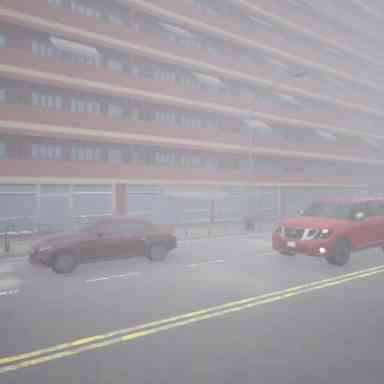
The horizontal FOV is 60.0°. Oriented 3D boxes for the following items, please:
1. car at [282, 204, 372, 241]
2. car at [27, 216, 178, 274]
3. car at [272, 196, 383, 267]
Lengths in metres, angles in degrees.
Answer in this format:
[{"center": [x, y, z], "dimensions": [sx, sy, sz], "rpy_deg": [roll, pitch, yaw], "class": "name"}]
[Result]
[{"center": [7.098, 1.478, 17.253], "dimensions": [5.008, 1.535, 1.882], "rpy_deg": [0, 0, -34], "class": "car"}, {"center": [-2.657, 1.525, 10.625], "dimensions": [4.674, 1.442, 1.812], "rpy_deg": [0, 0, -34], "class": "car"}, {"center": [5.350, 1.214, 11.835], "dimensions": [5.566, 2.045, 2.150], "rpy_deg": [-1, 1, -34], "class": "car"}]
